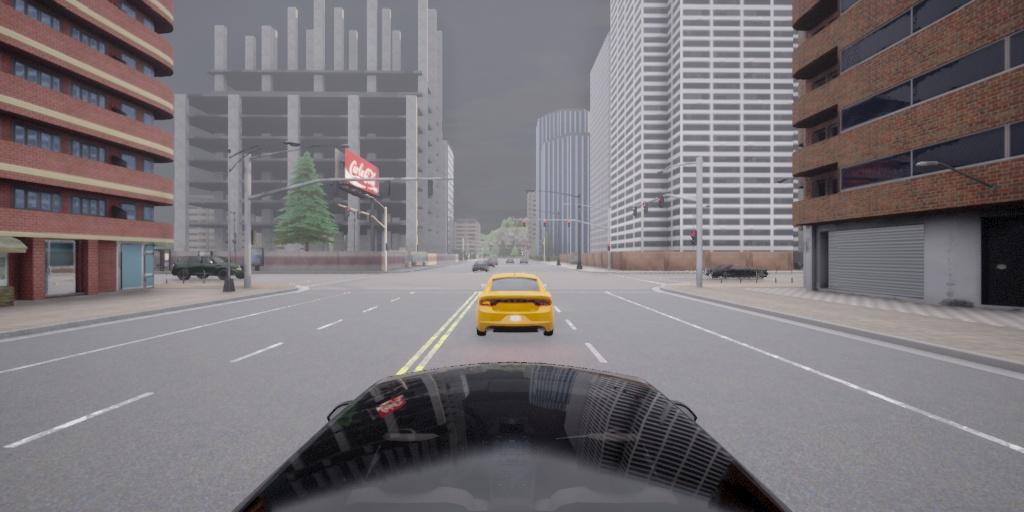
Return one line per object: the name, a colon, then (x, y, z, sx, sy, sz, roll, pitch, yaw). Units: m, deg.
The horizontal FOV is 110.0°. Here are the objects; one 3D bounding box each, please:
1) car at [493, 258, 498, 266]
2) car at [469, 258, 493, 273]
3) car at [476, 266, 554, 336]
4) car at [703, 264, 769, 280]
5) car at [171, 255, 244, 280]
car: (-3.904, 1.344, 61.055, 1.895, 1.301, 4.718, 0, 0, 0)
car: (-3.830, 1.293, 44.165, 2.033, 1.411, 5.357, 0, 0, 0)
car: (0.063, 1.227, 10.429, 1.882, 1.535, 5.008, 0, 0, 0)
car: (19.208, 1.347, 30.736, 4.718, 1.301, 1.895, 0, 0, -1)
car: (-25.310, 0.969, 30.256, 5.566, 2.045, 2.150, 0, 0, -1)
